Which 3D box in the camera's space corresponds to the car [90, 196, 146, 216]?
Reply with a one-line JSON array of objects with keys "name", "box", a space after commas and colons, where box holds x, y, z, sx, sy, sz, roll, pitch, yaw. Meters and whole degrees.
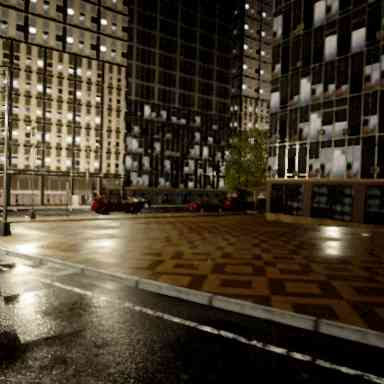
[{"name": "car", "box": [-7.616, 1.371, 33.283, 5.009, 1.841, 2.192, 1, 2, -34]}]

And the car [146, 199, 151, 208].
[{"name": "car", "box": [-7.388, 1.387, 42.991, 4.403, 1.369, 2.008, 1, 2, -34]}]

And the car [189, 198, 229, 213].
[{"name": "car", "box": [1.735, 1.734, 39.688, 4.507, 1.381, 1.887, 1, 2, -34]}]

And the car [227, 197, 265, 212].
[{"name": "car", "box": [6.421, 1.571, 42.883, 5.009, 1.841, 2.192, 1, 2, -34]}]

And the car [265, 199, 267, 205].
[{"name": "car", "box": [11.328, 1.685, 55.792, 4.206, 1.307, 1.802, 1, 2, -34]}]

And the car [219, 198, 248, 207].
[{"name": "car", "box": [6.649, 1.602, 52.591, 4.313, 1.339, 1.947, 1, 2, -34]}]
